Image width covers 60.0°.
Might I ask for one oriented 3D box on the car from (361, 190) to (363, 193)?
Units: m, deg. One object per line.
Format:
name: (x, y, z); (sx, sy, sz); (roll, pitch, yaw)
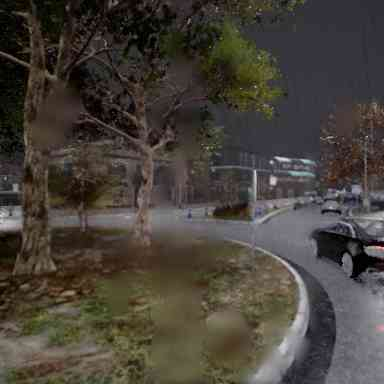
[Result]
car: (29.788, 0.846, 51.340); (5.566, 2.045, 2.435); (0, 1, 33)

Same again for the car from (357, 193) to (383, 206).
car: (25.257, 1.236, 44.443); (4.892, 1.521, 2.231); (0, 1, 33)

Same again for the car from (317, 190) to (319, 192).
car: (26.450, 0.742, 75.568); (2.097, 1.535, 5.008); (0, 1, 38)

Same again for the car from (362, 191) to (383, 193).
car: (26.792, 1.065, 46.728); (4.553, 1.767, 2.185); (0, 1, 33)

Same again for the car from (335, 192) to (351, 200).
car: (29.538, 0.736, 64.870); (1.837, 1.490, 4.892); (0, 1, 36)

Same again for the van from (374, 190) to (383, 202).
van: (34.359, 0.716, 57.969); (4.442, 1.987, 1.878); (0, 1, 35)

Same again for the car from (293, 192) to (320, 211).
car: (13.558, 1.256, 39.623); (2.097, 1.767, 4.553); (0, 1, 29)

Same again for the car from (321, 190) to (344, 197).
car: (23.955, 0.945, 56.704); (2.097, 1.767, 4.553); (0, 1, 34)

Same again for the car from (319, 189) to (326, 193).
car: (29.802, 0.651, 79.918); (2.163, 1.488, 4.792); (0, 1, 39)

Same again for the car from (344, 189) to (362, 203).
car: (26.960, 0.801, 55.770); (2.150, 2.045, 5.566); (0, 1, 34)

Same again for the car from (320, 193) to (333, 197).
car: (18.605, 1.323, 48.325); (1.994, 1.385, 4.181); (0, 1, 33)

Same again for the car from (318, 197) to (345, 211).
car: (14.653, 1.526, 34.833); (1.994, 1.385, 4.181); (0, 1, 25)

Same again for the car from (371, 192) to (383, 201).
car: (35.687, 0.882, 60.382); (5.366, 1.575, 1.946); (0, 1, 36)

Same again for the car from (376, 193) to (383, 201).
car: (37.433, 0.867, 62.488); (4.674, 1.452, 2.002); (0, 1, 36)

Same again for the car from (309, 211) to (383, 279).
car: (5.101, 1.560, 10.193); (2.128, 1.511, 4.902); (0, 0, 3)
